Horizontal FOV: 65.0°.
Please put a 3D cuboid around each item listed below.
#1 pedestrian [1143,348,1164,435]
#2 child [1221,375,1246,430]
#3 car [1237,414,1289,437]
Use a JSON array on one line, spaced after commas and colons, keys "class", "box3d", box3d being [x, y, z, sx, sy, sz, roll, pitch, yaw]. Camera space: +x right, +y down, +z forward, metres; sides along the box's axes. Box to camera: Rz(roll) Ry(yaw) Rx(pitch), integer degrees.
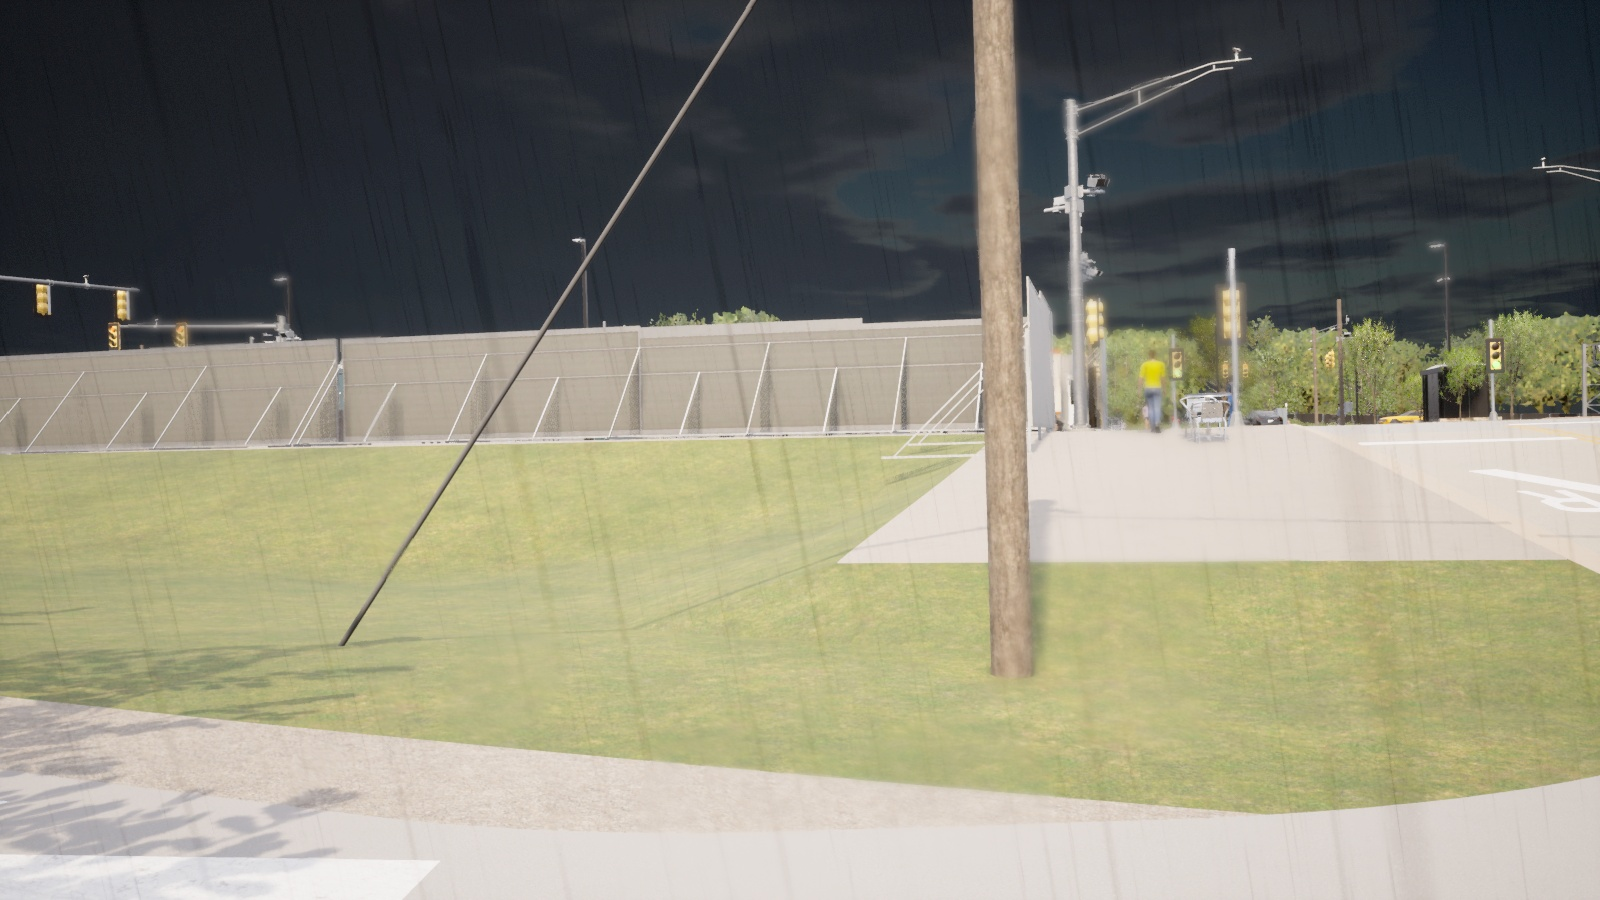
[{"class": "pedestrian", "box3d": [7.607, -1.254, 27.041, 0.354, 1.836, 0.706, -1, 0, 13]}, {"class": "child", "box3d": [10.039, -1.090, 29.094, 0.437, 1.263, 0.270, -1, 0, -5]}, {"class": "car", "box3d": [31.359, -1.672, 85.206, 2.163, 1.488, 4.792, -1, 1, 7]}]
